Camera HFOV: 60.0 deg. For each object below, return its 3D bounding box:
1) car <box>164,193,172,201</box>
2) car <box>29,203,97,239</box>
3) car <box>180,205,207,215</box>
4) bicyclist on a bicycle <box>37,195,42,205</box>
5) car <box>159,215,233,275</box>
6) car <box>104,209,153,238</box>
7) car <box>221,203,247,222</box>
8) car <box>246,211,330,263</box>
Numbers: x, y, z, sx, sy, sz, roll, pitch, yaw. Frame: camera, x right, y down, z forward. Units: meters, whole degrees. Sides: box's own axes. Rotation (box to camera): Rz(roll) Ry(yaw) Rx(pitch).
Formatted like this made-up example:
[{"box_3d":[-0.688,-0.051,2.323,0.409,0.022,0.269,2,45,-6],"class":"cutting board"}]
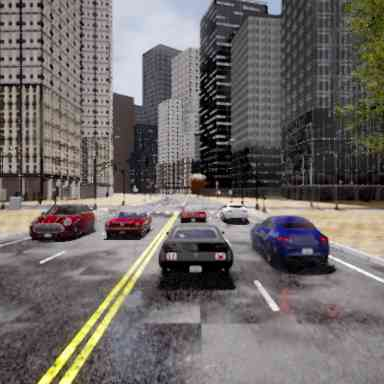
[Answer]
[{"box_3d":[-6.634,1.342,92.294,2.150,2.045,5.566,0,0,-1],"class":"car"},{"box_3d":[-6.595,1.396,17.423,2.097,1.767,4.553,0,0,0],"class":"car"},{"box_3d":[0.100,1.661,25.131,1.895,1.301,4.718,0,0,0],"class":"car"},{"box_3d":[-24.706,1.246,53.989,0.582,1.620,1.656,0,1,1],"class":"bicyclist on a bicycle"},{"box_3d":[0.099,1.629,10.466,1.895,1.301,4.718,0,0,0],"class":"car"},{"box_3d":[-3.345,1.647,18.175,1.895,1.301,4.718,0,0,0],"class":"car"},{"box_3d":[3.351,1.589,26.720,1.812,1.442,4.674,0,0,0],"class":"car"},{"box_3d":[3.351,1.557,11.961,1.812,1.442,4.674,0,0,0],"class":"car"}]
